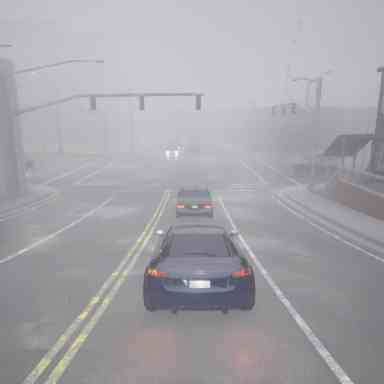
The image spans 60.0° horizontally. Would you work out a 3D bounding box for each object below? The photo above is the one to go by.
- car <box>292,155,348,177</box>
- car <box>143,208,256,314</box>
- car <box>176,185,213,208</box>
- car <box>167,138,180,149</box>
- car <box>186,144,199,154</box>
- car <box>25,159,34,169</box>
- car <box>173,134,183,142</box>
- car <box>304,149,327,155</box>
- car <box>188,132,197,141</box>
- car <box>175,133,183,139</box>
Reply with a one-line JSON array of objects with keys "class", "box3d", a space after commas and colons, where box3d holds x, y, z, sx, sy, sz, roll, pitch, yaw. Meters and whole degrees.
[{"class": "car", "box3d": [11.875, -2.304, 30.867, 5.008, 1.535, 1.882, 0, 12, 0]}, {"class": "car", "box3d": [0.116, 1.346, 7.375, 1.994, 1.385, 4.181, 0, 3, 0]}, {"class": "car", "box3d": [0.124, 0.362, 17.257, 2.033, 1.411, 5.357, 0, 8, 0]}, {"class": "car", "box3d": [-3.467, -8.293, 58.750, 1.895, 1.301, 4.718, 0, 12, -2]}, {"class": "car", "box3d": [0.149, -6.728, 51.616, 1.895, 1.301, 4.718, 0, 12, 2]}, {"class": "car", "box3d": [-19.082, -3.076, 34.441, 5.008, 1.535, 1.882, 0, 12, 0]}, {"class": "car", "box3d": [-3.377, -10.488, 68.397, 2.128, 1.511, 4.902, 0, 12, 0]}, {"class": "car", "box3d": [16.192, -4.550, 41.319, 4.674, 1.442, 1.812, 0, 12, 0]}, {"class": "car", "box3d": [0.143, -12.991, 79.789, 1.812, 1.442, 4.674, 0, 12, 0]}, {"class": "car", "box3d": [-3.342, -14.790, 87.987, 1.812, 1.442, 4.674, 0, 12, 0]}]
